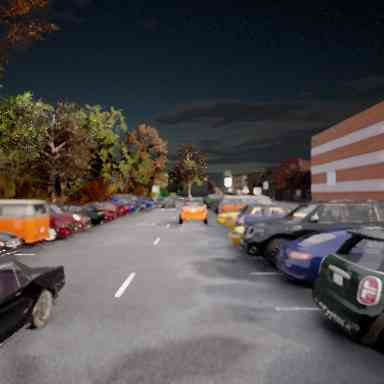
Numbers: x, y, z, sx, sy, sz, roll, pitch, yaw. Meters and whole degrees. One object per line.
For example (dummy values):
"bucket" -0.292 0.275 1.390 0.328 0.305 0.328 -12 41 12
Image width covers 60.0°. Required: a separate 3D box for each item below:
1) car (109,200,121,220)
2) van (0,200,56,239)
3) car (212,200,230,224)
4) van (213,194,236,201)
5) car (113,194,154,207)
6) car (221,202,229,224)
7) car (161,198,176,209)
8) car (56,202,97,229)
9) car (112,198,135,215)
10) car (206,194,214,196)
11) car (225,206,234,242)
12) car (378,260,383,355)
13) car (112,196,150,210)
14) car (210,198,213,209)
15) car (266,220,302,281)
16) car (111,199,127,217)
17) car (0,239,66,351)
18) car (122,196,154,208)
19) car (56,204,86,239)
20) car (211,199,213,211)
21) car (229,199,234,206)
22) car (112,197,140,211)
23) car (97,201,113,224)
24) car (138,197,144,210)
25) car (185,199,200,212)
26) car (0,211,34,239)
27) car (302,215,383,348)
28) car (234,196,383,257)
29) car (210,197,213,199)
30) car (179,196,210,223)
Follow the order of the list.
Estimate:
"car" -8.165 1.542 24.733 5.008 1.535 2.097 0 0 0
"van" -8.273 1.288 13.567 4.442 1.987 1.878 0 0 0
"car" 4.223 1.533 22.109 5.366 1.575 1.946 0 0 0
"van" 4.290 1.325 27.761 4.442 1.987 1.878 0 0 0
"car" -8.144 1.337 44.500 5.566 2.045 2.435 0 0 0
"car" 4.595 1.526 19.283 5.366 1.575 1.946 0 0 0
"car" -3.342 1.619 47.848 1.837 1.490 4.892 0 -1 0
"car" -8.189 1.402 19.087 4.553 1.767 2.185 0 0 0
"car" -8.158 1.557 30.505 5.008 1.535 2.097 0 0 0
"car" 4.428 1.341 47.541 5.566 2.045 2.435 0 0 0
"car" 4.226 1.511 13.632 5.366 1.575 1.946 0 0 0
"car" 4.421 1.485 2.329 5.008 1.535 2.097 0 0 0
"car" -8.177 1.585 41.800 4.892 1.521 2.231 0 0 0
"car" 4.402 1.606 33.412 4.674 1.452 2.002 0 0 0
"car" 4.411 1.540 7.981 4.674 1.452 2.002 0 0 0
"car" -8.191 1.580 27.681 4.792 1.488 2.163 0 0 0
"car" -3.351 1.610 4.185 1.895 1.301 4.718 0 0 0
"car" -8.111 1.461 50.280 4.553 1.767 2.185 0 -1 0
"car" -8.163 1.521 16.263 5.008 1.535 2.097 0 0 0
"car" 4.435 1.588 30.586 4.792 1.488 2.163 0 0 0
"car" 4.379 1.396 16.458 4.553 1.767 2.185 0 0 0
"car" -8.159 1.565 33.329 5.008 1.535 2.097 0 0 0
"car" -8.154 1.535 21.910 5.008 1.535 2.097 0 0 0
"car" -8.161 1.573 36.153 4.892 1.521 2.231 0 0 0
"car" 0.083 1.630 42.205 1.812 1.442 4.674 0 0 0
"car" -8.163 1.507 10.740 4.892 1.521 2.231 0 0 0
"car" 4.383 1.367 5.155 4.553 1.767 2.185 0 0 0
"car" 4.384 1.256 10.807 5.566 2.045 2.435 0 0 0
"car" 4.406 1.613 36.238 4.674 1.452 2.002 0 0 0
"car" 0.092 1.420 26.462 2.097 1.767 4.553 0 0 0
